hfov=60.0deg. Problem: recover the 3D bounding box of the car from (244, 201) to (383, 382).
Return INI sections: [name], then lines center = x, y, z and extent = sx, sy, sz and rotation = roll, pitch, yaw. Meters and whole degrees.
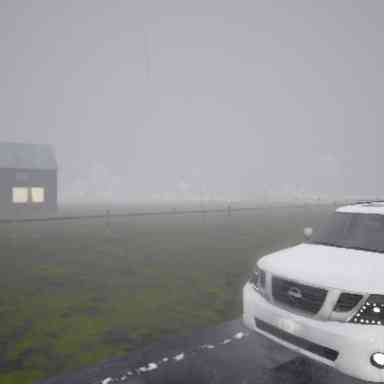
[car]
center = 3.379, 1.190, 5.477
extent = 5.566, 2.045, 2.150
rotation = 0, 0, -35
